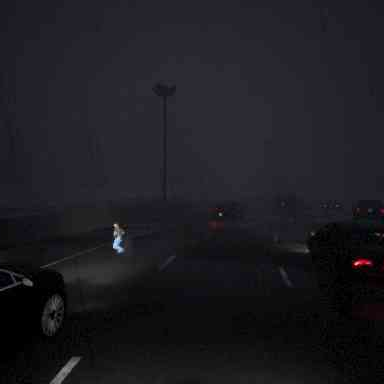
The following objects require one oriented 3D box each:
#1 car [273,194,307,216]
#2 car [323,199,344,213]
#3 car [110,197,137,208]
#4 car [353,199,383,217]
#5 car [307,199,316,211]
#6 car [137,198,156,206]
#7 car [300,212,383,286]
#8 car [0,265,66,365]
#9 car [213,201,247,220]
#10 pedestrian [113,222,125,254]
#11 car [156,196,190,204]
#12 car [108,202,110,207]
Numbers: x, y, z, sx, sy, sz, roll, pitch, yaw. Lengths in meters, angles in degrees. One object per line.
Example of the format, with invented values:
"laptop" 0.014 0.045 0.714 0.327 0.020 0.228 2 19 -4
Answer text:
"car" 9.748 1.222 33.396 2.150 2.045 5.566 0 0 28
"car" 16.125 1.547 37.868 2.033 1.411 5.357 0 0 29
"car" -8.273 1.477 44.606 1.882 1.535 5.008 0 0 29
"car" 13.578 1.352 25.525 2.097 1.767 4.553 0 0 25
"car" 14.212 1.564 41.640 1.994 1.385 4.181 0 0 28
"car" -4.647 1.507 43.940 1.837 1.490 4.892 0 -1 29
"car" 4.609 1.548 9.394 2.033 1.411 5.357 0 0 9
"car" -3.106 1.490 3.691 2.128 1.511 4.902 0 0 3
"car" 3.256 1.504 28.257 1.837 1.490 4.892 0 0 25
"pedestrian" -2.625 1.574 11.858 0.375 1.300 0.375 0 0 11
"car" -2.053 1.351 41.386 2.097 1.767 4.553 0 0 29
"car" -10.130 1.525 48.482 1.812 1.442 4.674 0 0 29
